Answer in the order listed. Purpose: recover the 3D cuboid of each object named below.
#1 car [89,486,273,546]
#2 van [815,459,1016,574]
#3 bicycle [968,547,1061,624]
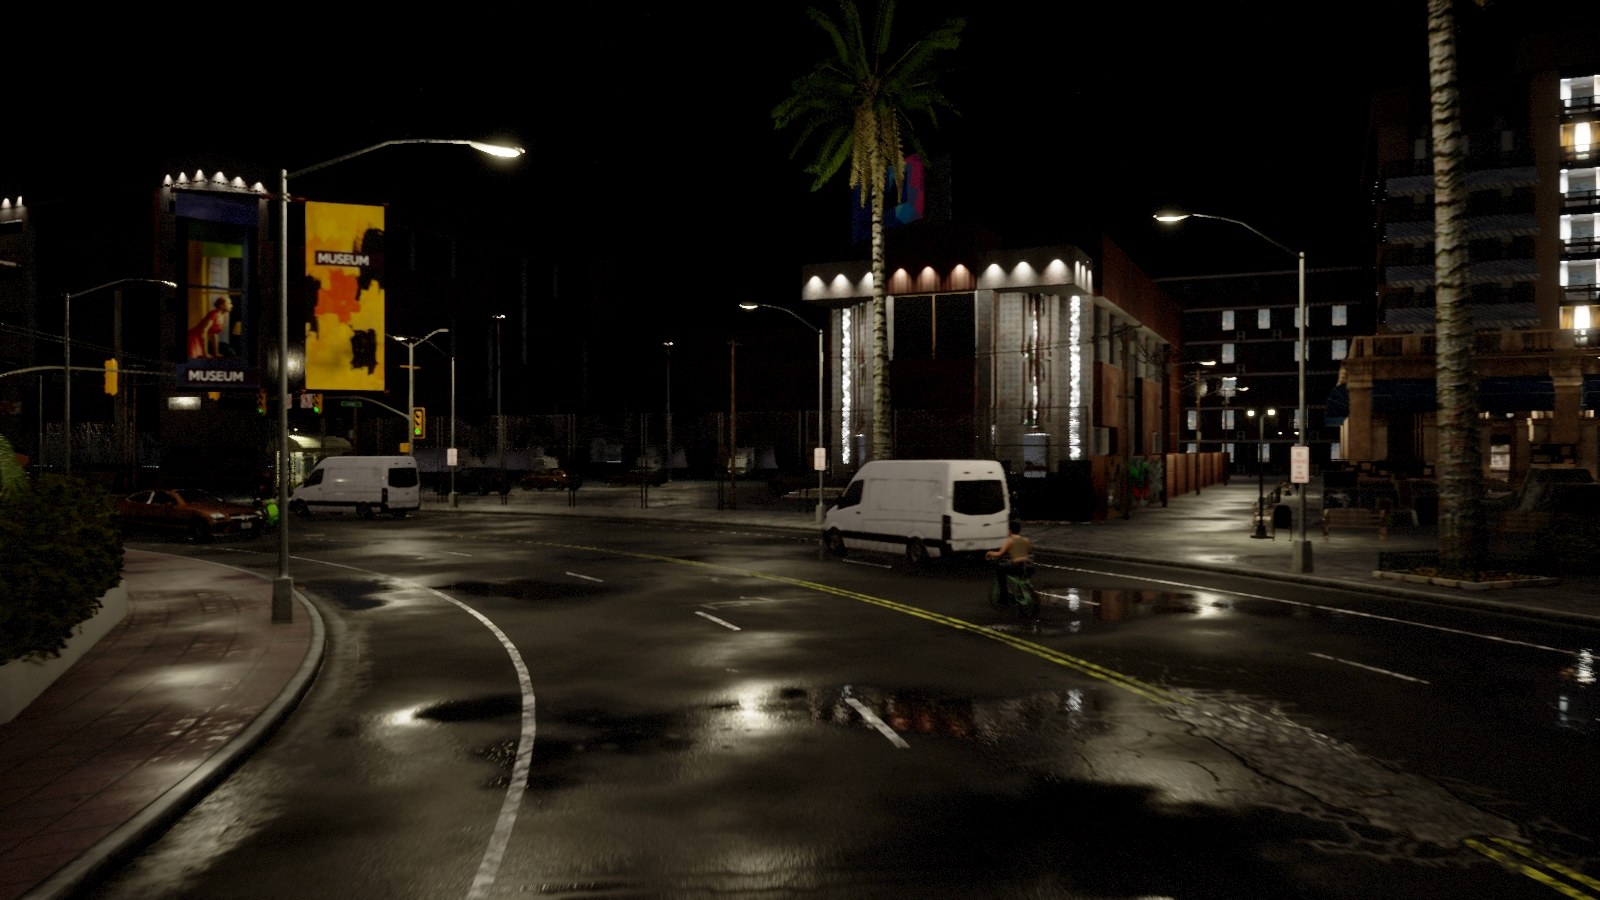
[{"bbox_3d":[-19.158,1.996,35.409,5.027,1.651,2.152,0,0,18],"label":"car"},{"bbox_3d":[2.740,1.534,28.989,1.988,2.561,5.915,0,0,-30],"label":"van"},{"bbox_3d":[3.591,2.256,19.273,0.859,1.080,1.487,-1,0,-22],"label":"bicycle"}]
